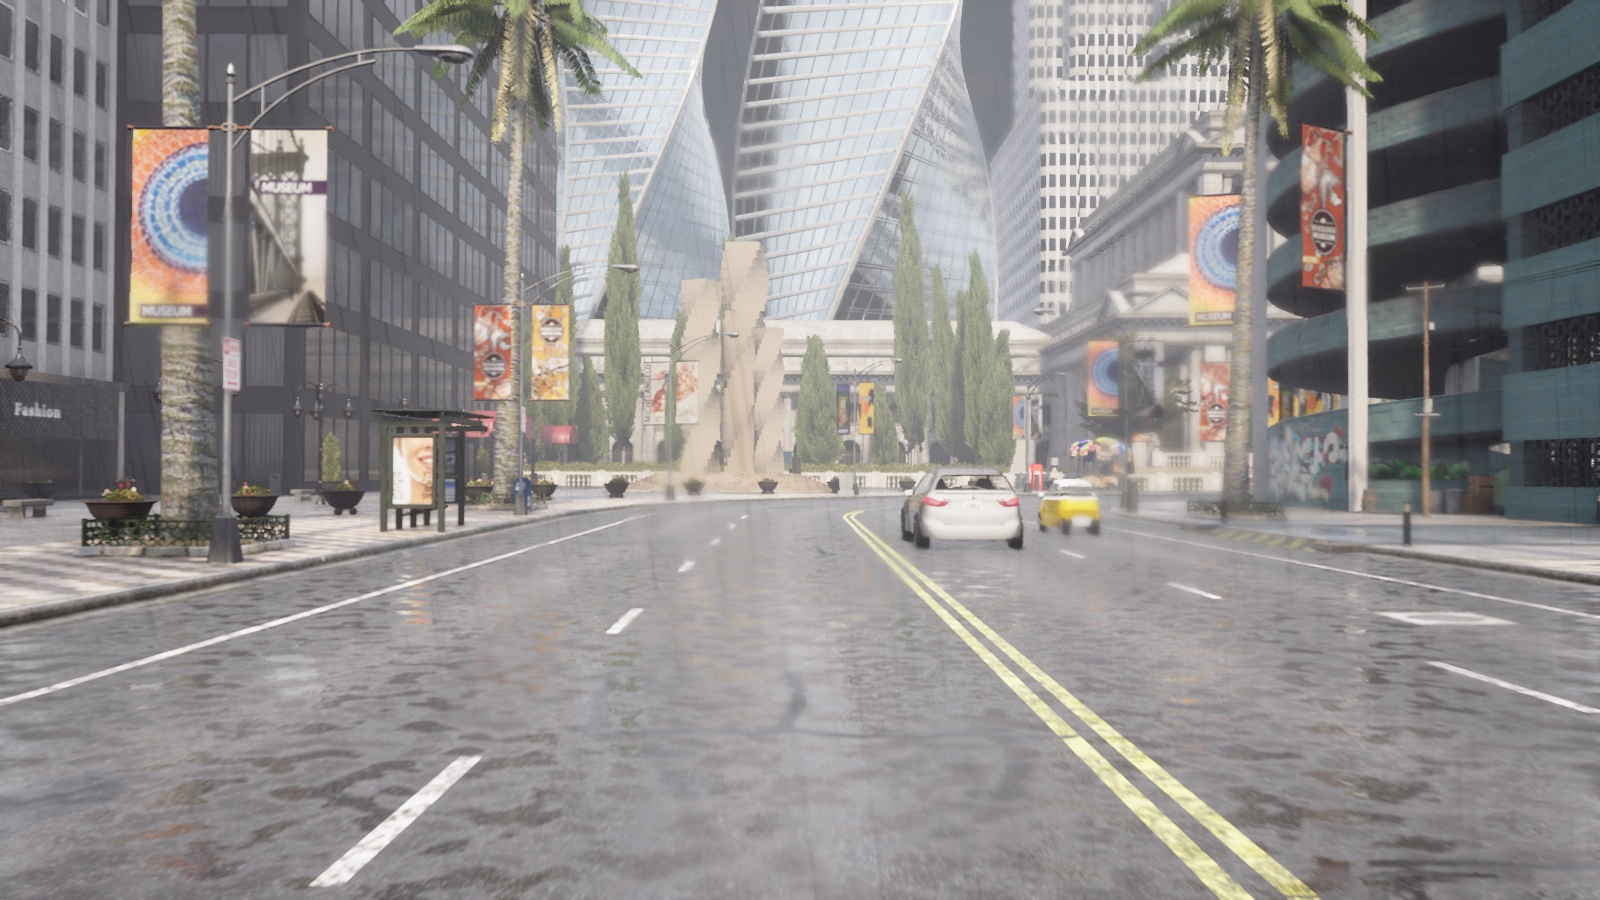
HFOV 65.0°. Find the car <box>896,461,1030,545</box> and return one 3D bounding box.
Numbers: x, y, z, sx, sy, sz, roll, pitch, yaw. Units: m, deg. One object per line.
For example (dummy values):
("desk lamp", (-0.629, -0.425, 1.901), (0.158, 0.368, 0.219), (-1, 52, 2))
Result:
("car", (3.425, 1.094, 27.261), (2.242, 1.667, 4.611), (0, -1, -1))

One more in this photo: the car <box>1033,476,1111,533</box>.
("car", (6.912, 1.369, 32.043), (1.481, 1.376, 2.207), (0, -1, -1))
